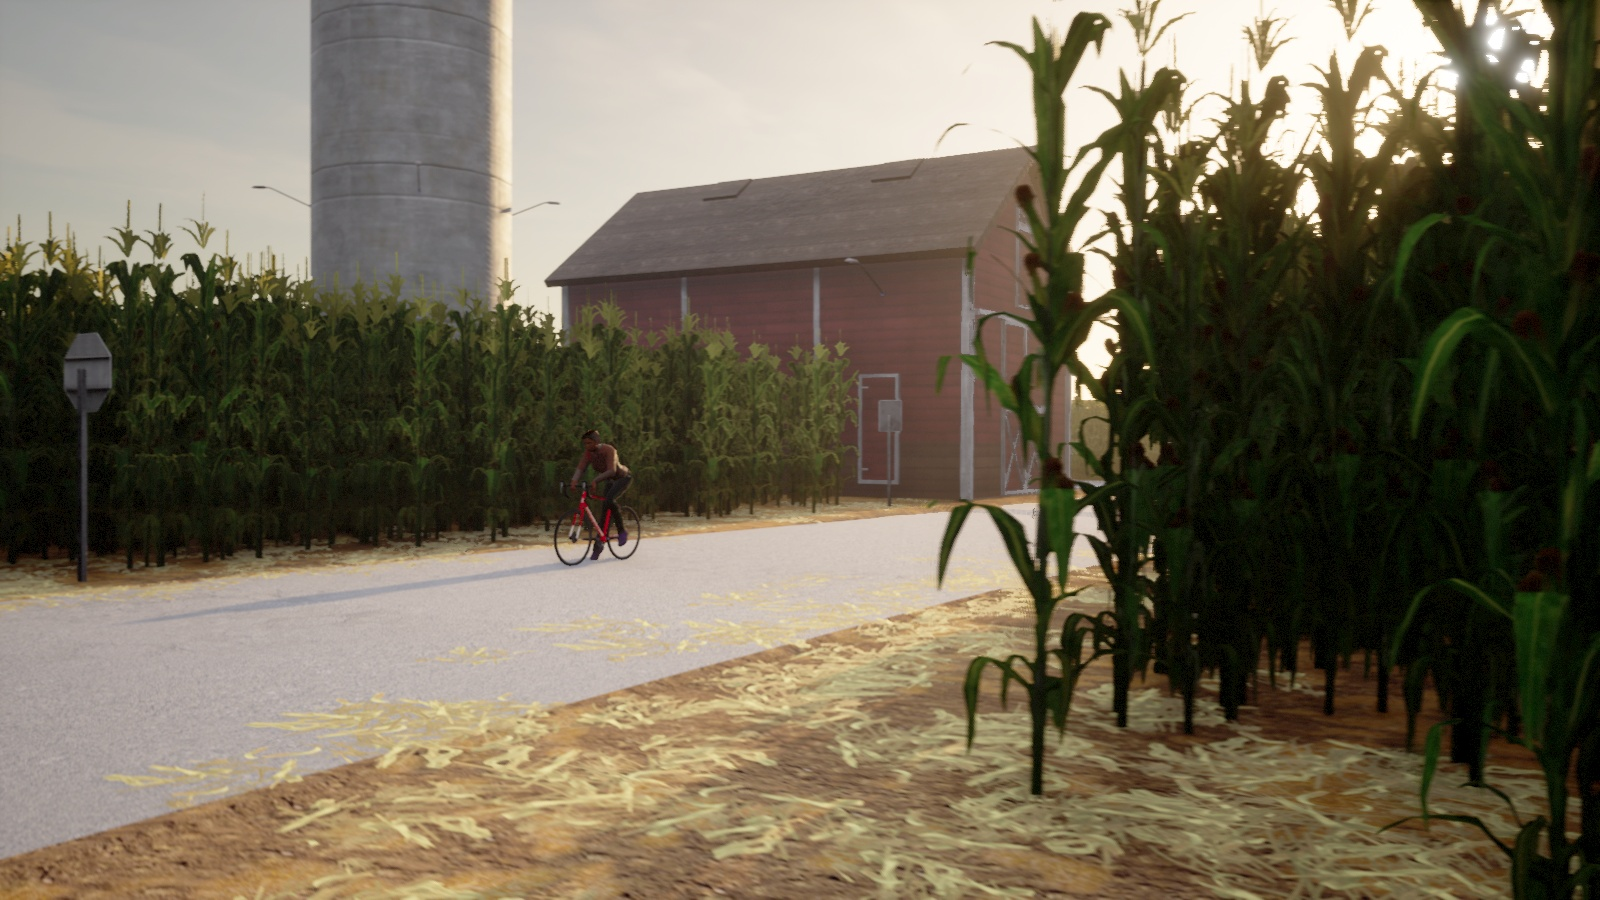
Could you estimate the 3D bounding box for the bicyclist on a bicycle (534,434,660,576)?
[{"bbox_3d":[-2.439,0.626,15.257,0.582,1.620,1.656,-1,0,30],"label":"bicyclist on a bicycle"}]
